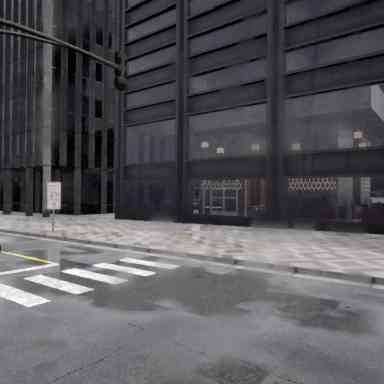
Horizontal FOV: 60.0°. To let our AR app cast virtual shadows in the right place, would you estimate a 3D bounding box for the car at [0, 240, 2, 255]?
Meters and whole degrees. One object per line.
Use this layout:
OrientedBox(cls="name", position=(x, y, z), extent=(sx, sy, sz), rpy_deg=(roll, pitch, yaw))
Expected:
OrientedBox(cls="car", position=(-8.938, 1.708, 12.504), extent=(4.674, 1.442, 1.812), rpy_deg=(-1, -1, 38))
